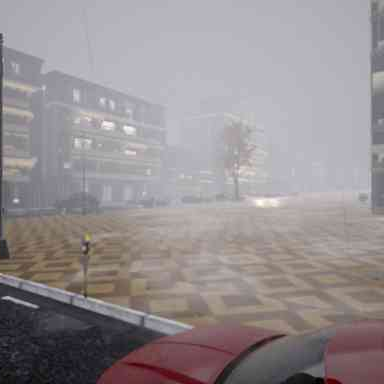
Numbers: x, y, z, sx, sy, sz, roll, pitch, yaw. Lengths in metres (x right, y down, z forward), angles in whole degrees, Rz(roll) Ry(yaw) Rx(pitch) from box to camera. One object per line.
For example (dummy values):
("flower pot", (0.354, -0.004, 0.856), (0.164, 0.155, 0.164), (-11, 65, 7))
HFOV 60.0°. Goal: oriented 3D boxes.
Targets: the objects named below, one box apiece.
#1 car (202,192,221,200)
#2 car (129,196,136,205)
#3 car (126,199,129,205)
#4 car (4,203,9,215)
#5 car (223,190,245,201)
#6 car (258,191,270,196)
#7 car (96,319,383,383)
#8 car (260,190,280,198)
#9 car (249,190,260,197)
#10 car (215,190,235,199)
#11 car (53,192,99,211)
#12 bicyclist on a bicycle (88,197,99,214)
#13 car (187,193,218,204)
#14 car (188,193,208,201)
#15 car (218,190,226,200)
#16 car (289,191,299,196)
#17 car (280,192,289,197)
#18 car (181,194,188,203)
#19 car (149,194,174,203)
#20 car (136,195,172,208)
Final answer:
("car", (4.243, 0.861, 70.278), (1.752, 1.417, 4.829), (1, 1, 35))
("car", (-6.729, 1.214, 49.879), (1.812, 1.442, 4.674), (0, 1, 35))
("car", (-8.341, 1.242, 52.105), (1.947, 1.339, 4.313), (1, 1, 35))
("car", (-19.767, 1.397, 31.060), (2.097, 1.767, 4.553), (0, 1, 37))
("car", (8.156, 0.934, 61.208), (1.752, 1.417, 4.829), (1, 1, 35))
("car", (20.191, 0.453, 93.311), (1.887, 1.381, 4.507), (1, 1, 35))
("car", (1.264, 1.545, 1.963), (4.507, 1.381, 1.887), (-1, 0, 36))
("car", (17.570, 0.707, 74.805), (2.008, 1.369, 4.403), (1, 1, 35))
("car", (17.021, 0.309, 88.727), (2.192, 1.841, 5.009), (1, 1, 35))
("car", (7.511, 0.563, 74.992), (2.192, 1.841, 5.009), (1, 1, 35))
("car", (-13.733, 1.100, 39.789), (2.150, 2.045, 5.566), (0, 1, 35))
("bicyclist on a bicycle", (-9.191, 1.245, 30.998), (1.656, 1.620, 0.582), (0, 1, 35))
("car", (1.718, 1.134, 51.911), (2.008, 1.369, 4.403), (1, 1, 35))
("car", (1.169, 0.984, 65.841), (1.947, 1.339, 4.313), (1, 1, 35))
("car", (6.117, 0.911, 63.010), (1.837, 1.490, 4.892), (0, 1, 35))
("car", (27.080, 0.342, 88.537), (1.967, 1.590, 4.097), (1, 1, 35))
("car", (20.739, 0.622, 79.382), (2.008, 1.369, 4.403), (1, 1, 35))
("car", (0.248, 1.043, 54.446), (1.882, 1.535, 5.008), (0, 1, 35))
("car", (-5.171, 1.141, 56.683), (2.008, 1.369, 4.403), (1, 1, 35))
("car", (-4.623, 1.306, 42.754), (2.008, 1.369, 4.403), (1, 1, 35))
